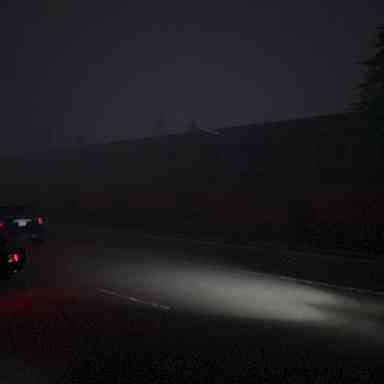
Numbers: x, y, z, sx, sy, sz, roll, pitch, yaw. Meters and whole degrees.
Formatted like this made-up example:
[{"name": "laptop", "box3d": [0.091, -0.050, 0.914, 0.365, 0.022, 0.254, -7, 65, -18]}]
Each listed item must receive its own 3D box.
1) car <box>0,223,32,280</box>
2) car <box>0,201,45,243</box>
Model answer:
[{"name": "car", "box3d": [-6.333, 1.536, 8.509, 4.718, 1.301, 1.895, 0, 0, 36]}, {"name": "car", "box3d": [-8.373, 1.255, 14.266, 4.553, 1.767, 2.097, 0, 0, 35]}]
